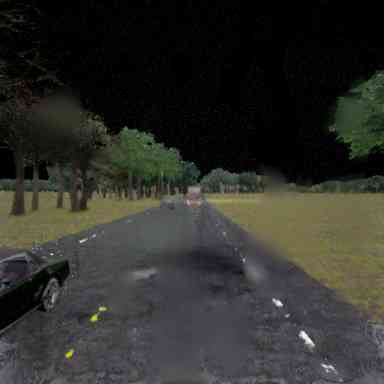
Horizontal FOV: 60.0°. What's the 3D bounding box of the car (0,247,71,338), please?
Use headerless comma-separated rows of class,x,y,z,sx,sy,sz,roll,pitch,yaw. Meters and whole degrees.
car,-3.592,1.624,5.060,1.895,1.301,4.718,0,0,0

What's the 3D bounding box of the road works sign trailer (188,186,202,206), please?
road works sign trailer,0.405,0.691,60.292,2.380,3.560,2.880,0,0,1

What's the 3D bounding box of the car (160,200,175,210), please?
car,-3.333,1.780,46.527,2.033,1.411,5.357,0,0,1
